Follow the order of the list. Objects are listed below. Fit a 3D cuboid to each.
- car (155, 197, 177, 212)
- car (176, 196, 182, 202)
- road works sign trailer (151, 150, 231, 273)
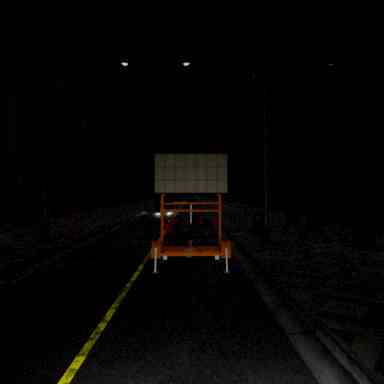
[{"bbox_3d":[-3.218,1.580,39.640,2.033,1.411,5.357,0,0,0],"label":"car"},{"bbox_3d":[-3.237,1.702,77.279,1.994,1.385,4.181,0,0,0],"label":"car"},{"bbox_3d":[-0.029,0.467,10.668,2.380,3.560,2.880,0,0,0],"label":"road works sign trailer"}]
